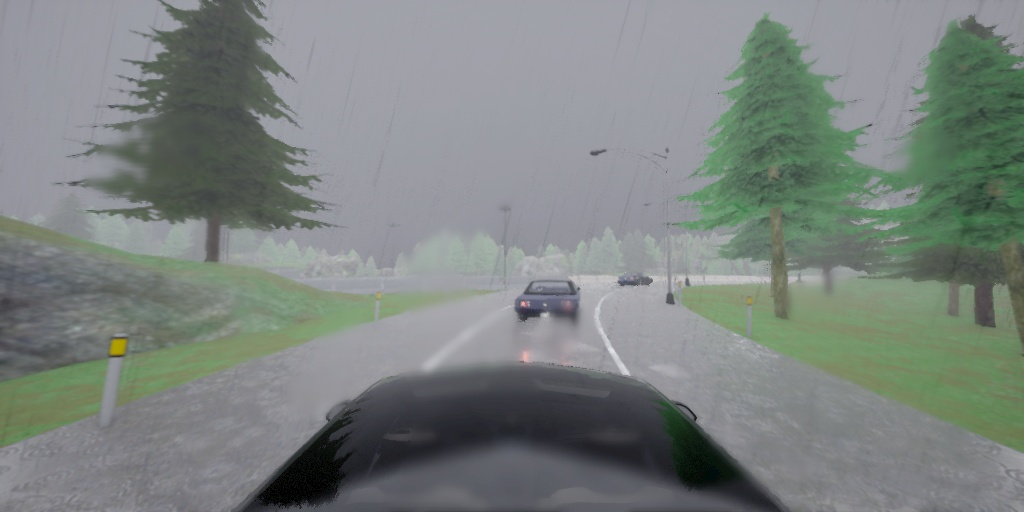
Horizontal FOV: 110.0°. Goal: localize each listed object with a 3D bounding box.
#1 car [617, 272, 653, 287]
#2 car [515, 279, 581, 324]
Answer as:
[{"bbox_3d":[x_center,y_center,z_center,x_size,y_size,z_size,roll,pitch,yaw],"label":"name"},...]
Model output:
[{"bbox_3d":[12.227,2.313,35.550,2.033,1.411,5.357,-5,-6,39],"label":"car"},{"bbox_3d":[1.429,1.453,12.495,1.895,1.301,4.718,0,-1,11],"label":"car"}]
